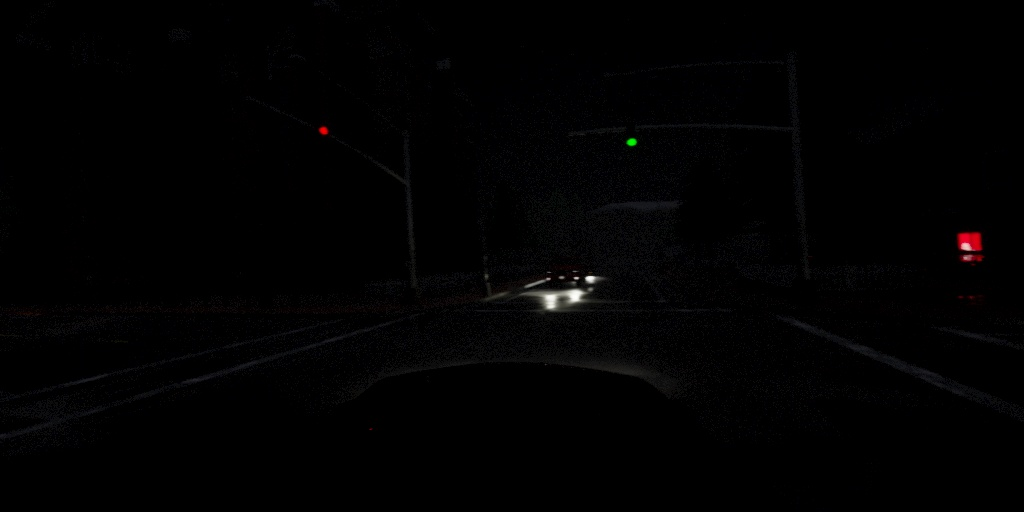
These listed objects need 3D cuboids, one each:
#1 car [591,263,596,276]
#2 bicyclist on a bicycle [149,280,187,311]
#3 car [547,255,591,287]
[{"bbox_3d":[7.310,1.271,35.874,1.994,1.385,4.181,-3,0,18],"label":"car"},{"bbox_3d":[-18.696,2.119,19.505,0.582,1.620,1.656,-3,0,19],"label":"bicyclist on a bicycle"},{"bbox_3d":[4.003,1.003,25.554,2.150,2.045,5.566,-3,-1,18],"label":"car"}]
